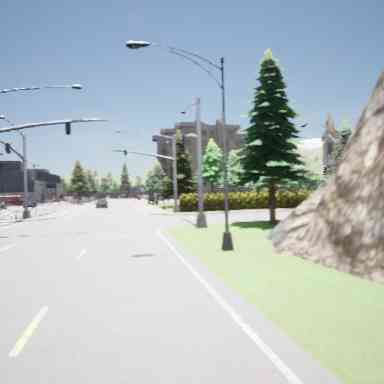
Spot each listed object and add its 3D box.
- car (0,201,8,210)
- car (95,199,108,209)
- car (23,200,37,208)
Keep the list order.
[{"bbox_3d":[-32.329,2.319,55.447,1.970,1.475,3.806,-2,0,-11],"label":"car"},{"bbox_3d":[-14.988,1.953,55.340,1.837,1.490,4.892,-2,0,-11],"label":"car"},{"bbox_3d":[-30.855,2.271,63.307,1.845,1.501,3.633,-2,0,-11],"label":"car"}]
